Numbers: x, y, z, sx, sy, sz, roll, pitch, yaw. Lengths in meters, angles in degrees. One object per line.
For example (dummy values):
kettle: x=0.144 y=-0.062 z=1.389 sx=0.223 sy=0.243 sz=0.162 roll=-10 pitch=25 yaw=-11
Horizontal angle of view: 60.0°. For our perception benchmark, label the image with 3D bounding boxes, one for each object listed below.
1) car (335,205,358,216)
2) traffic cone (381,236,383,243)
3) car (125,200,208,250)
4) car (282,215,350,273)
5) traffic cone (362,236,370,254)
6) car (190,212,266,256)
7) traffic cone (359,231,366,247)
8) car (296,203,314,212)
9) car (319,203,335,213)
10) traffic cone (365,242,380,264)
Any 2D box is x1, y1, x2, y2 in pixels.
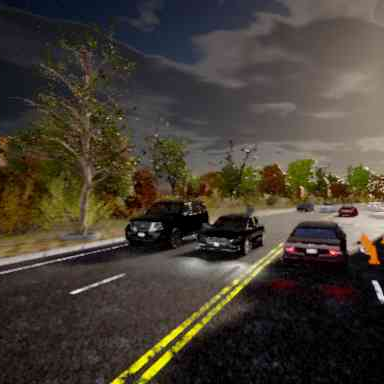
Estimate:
car: x=19.454 y=2.260 z=41.427 sx=1.994 sy=1.385 sz=4.181 roll=0 pitch=-1 yaw=29
traffic cone: x=9.668 y=2.252 z=16.648 sx=0.340 sy=0.580 sz=0.340 roll=0 pitch=-1 yaw=24
car: x=-0.913 y=1.420 z=16.019 sx=2.150 sy=2.045 sz=5.566 roll=0 pitch=-1 yaw=24
car: x=4.368 y=1.734 z=11.550 sx=2.033 sy=1.411 sz=5.357 roll=0 pitch=-1 yaw=24
traffic cone: x=7.134 y=2.189 z=13.396 sx=0.340 sy=0.580 sz=0.340 roll=0 pitch=-1 yaw=24
car: x=1.887 y=1.705 z=14.298 sx=1.837 sy=1.490 sz=4.892 roll=0 pitch=-1 yaw=25
traffic cone: x=7.943 y=2.219 z=15.225 sx=0.340 sy=0.580 sz=0.340 roll=0 pitch=-1 yaw=24
car: x=17.693 y=2.357 z=51.766 sx=2.033 sy=1.411 sz=5.357 roll=0 pitch=-1 yaw=31
car: x=20.433 y=2.337 z=50.005 sx=1.812 sy=1.442 sz=4.674 roll=0 pitch=-1 yaw=31
traffic cone: x=6.323 y=2.159 z=11.568 sx=0.340 sy=0.580 sz=0.340 roll=0 pitch=-1 yaw=24
